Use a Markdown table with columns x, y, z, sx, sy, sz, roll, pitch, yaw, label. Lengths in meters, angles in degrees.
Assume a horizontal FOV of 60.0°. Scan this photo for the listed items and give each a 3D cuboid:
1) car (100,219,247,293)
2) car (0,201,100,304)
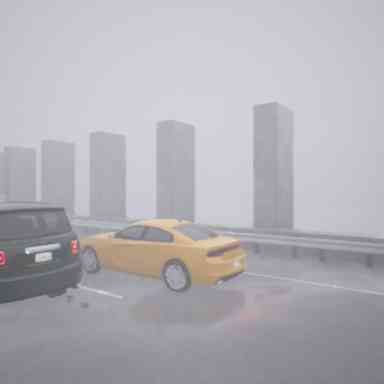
| x | y | z | sx | sy | sz | roll | pitch | yaw | label |
| --- | --- | --- | --- | --- | --- | --- | --- | --- | --- |
| -0.987 | 1.481 | 8.998 | 5.008 | 1.535 | 1.882 | 0 | 0 | 36 | car |
| -4.788 | 1.229 | 7.415 | 5.566 | 2.045 | 2.150 | 0 | 0 | 36 | car |
